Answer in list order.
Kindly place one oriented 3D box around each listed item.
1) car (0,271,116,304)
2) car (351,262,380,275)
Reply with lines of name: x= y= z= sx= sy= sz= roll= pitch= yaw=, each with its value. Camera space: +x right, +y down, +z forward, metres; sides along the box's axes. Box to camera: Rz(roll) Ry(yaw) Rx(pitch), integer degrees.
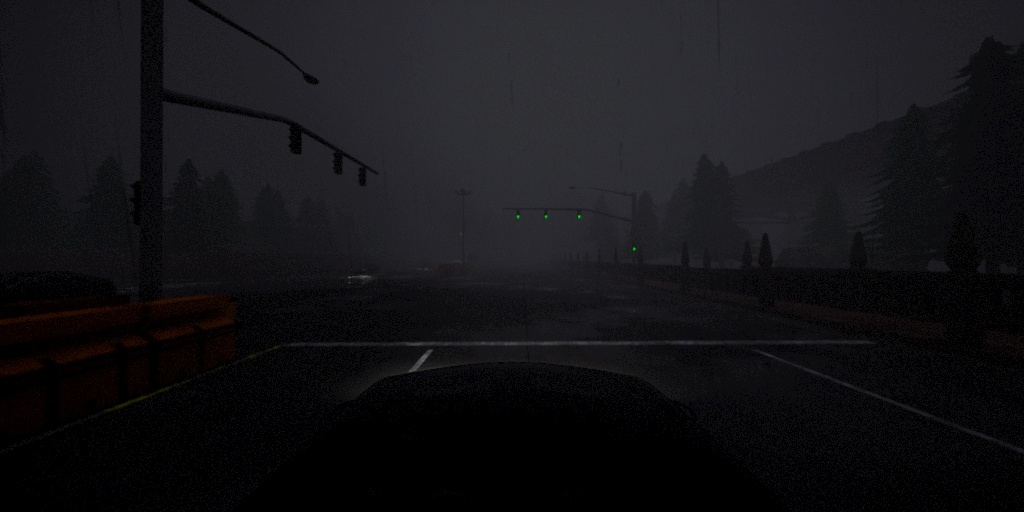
car: x=-17.508 y=1.328 z=12.898 sx=2.128 sy=1.511 sz=4.902 roll=0 pitch=0 yaw=0
car: x=-17.530 y=1.514 z=42.943 sx=1.882 sy=1.535 sz=5.008 roll=0 pitch=1 yaw=0
